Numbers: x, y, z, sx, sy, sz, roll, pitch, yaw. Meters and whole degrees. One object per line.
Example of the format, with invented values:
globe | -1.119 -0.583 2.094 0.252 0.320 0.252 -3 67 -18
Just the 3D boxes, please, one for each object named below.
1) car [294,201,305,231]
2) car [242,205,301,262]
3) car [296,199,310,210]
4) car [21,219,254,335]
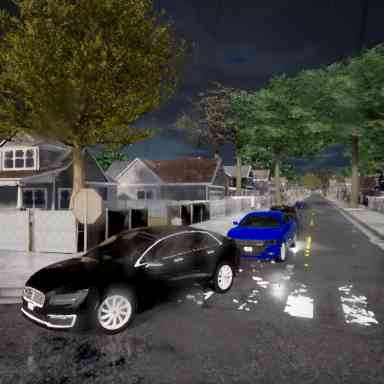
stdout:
car | 4.928 1.502 17.991 1.837 1.490 4.892 0 1 20
car | 2.729 1.477 12.474 1.882 1.535 5.008 0 0 24
car | 14.148 1.614 42.634 1.895 1.301 4.718 0 0 21
car | -0.865 1.507 6.937 1.837 1.490 4.892 0 0 42
